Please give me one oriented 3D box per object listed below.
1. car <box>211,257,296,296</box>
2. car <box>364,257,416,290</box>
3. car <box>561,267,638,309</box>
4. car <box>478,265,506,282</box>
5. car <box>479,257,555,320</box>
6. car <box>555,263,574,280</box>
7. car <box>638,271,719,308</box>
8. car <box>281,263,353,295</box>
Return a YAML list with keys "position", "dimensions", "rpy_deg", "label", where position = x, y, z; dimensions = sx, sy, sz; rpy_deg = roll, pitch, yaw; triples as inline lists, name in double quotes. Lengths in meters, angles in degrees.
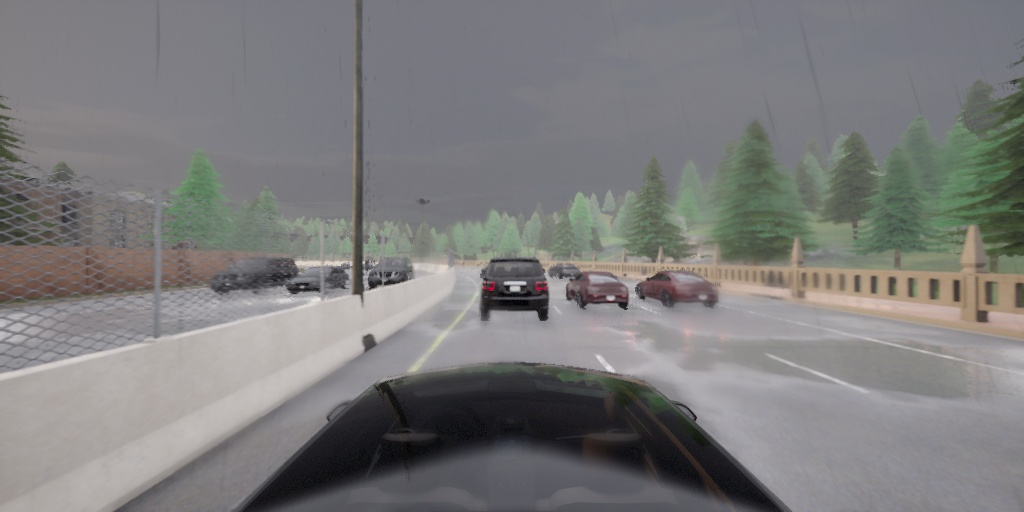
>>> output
- position: [-14.508, 1.085, 20.791]
  dimensions: [2.150, 2.045, 5.566]
  rpy_deg: [0, 0, -6]
  label: "car"
- position: [-7.807, 1.104, 23.920]
  dimensions: [2.150, 2.045, 5.566]
  rpy_deg: [0, 0, -7]
  label: "car"
- position: [3.489, 1.356, 15.207]
  dimensions: [1.812, 1.442, 4.674]
  rpy_deg: [0, 0, -2]
  label: "car"
- position: [-1.903, 1.535, 32.694]
  dimensions: [1.895, 1.301, 4.718]
  rpy_deg: [0, 0, -11]
  label: "car"
- position: [0.050, 1.041, 13.073]
  dimensions: [2.150, 2.045, 5.566]
  rpy_deg: [0, 0, -1]
  label: "car"
- position: [4.866, 1.435, 34.239]
  dimensions: [2.128, 1.511, 4.902]
  rpy_deg: [0, 0, -11]
  label: "car"
- position: [6.977, 1.358, 15.508]
  dimensions: [1.812, 1.442, 4.674]
  rpy_deg: [0, 0, -2]
  label: "car"
- position: [-11.072, 1.369, 20.977]
  dimensions: [1.837, 1.490, 4.892]
  rpy_deg: [0, 0, -5]
  label: "car"
